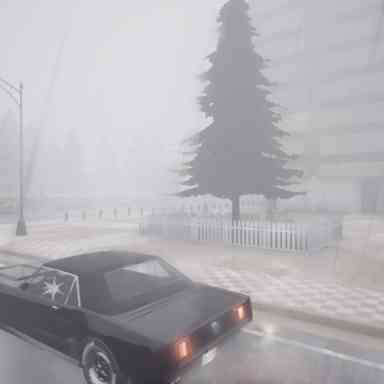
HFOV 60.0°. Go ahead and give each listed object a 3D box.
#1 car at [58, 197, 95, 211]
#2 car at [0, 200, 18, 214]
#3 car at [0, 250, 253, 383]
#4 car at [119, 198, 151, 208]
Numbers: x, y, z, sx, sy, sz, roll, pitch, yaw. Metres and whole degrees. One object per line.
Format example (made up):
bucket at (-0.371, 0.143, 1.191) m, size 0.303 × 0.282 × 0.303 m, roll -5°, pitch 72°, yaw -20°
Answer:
car at (-14.596, 1.376, 42.091) m, size 2.097 × 1.767 × 4.553 m, roll 0°, pitch 0°, yaw 36°
car at (-20.488, 1.502, 33.913) m, size 1.882 × 1.535 × 5.008 m, roll 0°, pitch 0°, yaw 36°
car at (-1.594, 1.604, 5.143) m, size 4.718 × 1.301 × 1.895 m, roll 0°, pitch 0°, yaw 36°
car at (-8.588, 1.571, 50.421) m, size 2.033 × 1.411 × 5.357 m, roll 0°, pitch 0°, yaw 36°
